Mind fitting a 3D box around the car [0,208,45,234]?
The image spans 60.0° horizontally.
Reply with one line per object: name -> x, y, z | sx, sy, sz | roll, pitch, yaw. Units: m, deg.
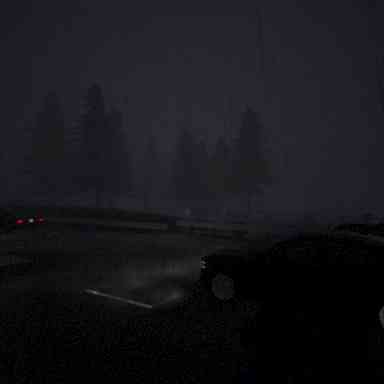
car -> -11.329, 1.726, 20.672 | 5.357, 1.411, 2.033 | -1, 0, 35

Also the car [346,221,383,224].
car -> 4.566, 1.538, 9.333 | 4.674, 1.442, 1.812 | -1, 0, 36

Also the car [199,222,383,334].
car -> 2.463, 1.491, 6.535 | 5.008, 1.535, 1.882 | -1, -1, 35
